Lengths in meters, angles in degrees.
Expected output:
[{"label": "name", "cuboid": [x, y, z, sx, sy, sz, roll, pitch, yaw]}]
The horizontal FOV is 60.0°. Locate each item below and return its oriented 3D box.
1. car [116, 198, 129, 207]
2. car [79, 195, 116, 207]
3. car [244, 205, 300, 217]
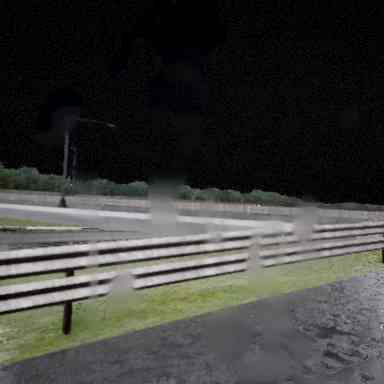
[{"label": "car", "cuboid": [-11.325, 1.518, 48.348, 4.902, 1.511, 2.128, 2, -2, 29]}, {"label": "car", "cuboid": [-13.165, 1.191, 45.376, 4.553, 1.767, 2.097, 2, -2, 29]}, {"label": "car", "cuboid": [7.936, 2.022, 33.039, 5.357, 1.411, 2.033, 2, -2, 16]}]
